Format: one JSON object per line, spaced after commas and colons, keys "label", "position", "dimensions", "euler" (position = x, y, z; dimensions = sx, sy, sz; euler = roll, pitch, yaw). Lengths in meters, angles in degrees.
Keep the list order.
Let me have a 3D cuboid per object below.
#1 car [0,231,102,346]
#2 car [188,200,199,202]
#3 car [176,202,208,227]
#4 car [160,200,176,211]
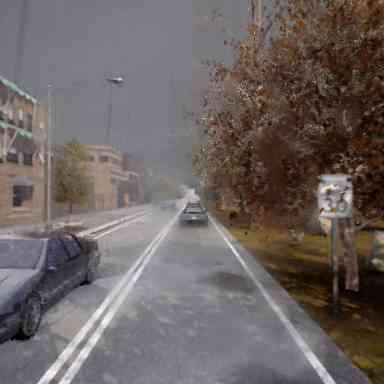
{"label": "car", "position": [-3.345, 1.556, 6.765], "dimensions": [2.033, 1.411, 5.357], "euler": [0, 0, 0]}
{"label": "car", "position": [0.192, 1.789, 41.909], "dimensions": [2.128, 1.511, 4.902], "euler": [0, -1, 0]}
{"label": "car", "position": [0.135, 1.685, 23.950], "dimensions": [1.994, 1.385, 4.181], "euler": [0, -1, 0]}
{"label": "car", "position": [-3.224, 1.869, 46.598], "dimensions": [1.812, 1.442, 4.674], "euler": [0, -1, 0]}
